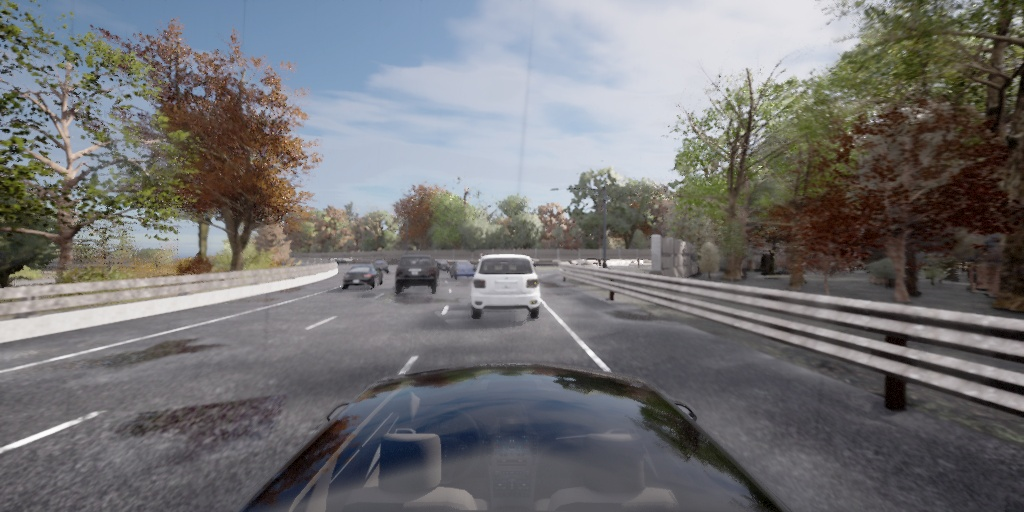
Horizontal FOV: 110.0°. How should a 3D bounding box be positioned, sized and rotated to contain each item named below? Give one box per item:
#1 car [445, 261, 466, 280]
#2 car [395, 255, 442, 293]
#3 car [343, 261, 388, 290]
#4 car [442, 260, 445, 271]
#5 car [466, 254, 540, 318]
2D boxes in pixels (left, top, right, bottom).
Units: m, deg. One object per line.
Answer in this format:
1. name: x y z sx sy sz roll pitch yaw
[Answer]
1. car: -4.380 1.280 31.433 2.033 1.411 5.357 0 0 -16
2. car: -5.385 0.967 20.825 2.150 2.045 5.566 0 0 -10
3. car: -9.371 1.280 22.776 1.812 1.442 4.674 0 0 -11
4. car: -8.910 1.258 44.179 1.812 1.442 4.674 0 0 -23
5. car: -0.256 0.963 13.087 2.150 2.045 5.566 0 0 -2
